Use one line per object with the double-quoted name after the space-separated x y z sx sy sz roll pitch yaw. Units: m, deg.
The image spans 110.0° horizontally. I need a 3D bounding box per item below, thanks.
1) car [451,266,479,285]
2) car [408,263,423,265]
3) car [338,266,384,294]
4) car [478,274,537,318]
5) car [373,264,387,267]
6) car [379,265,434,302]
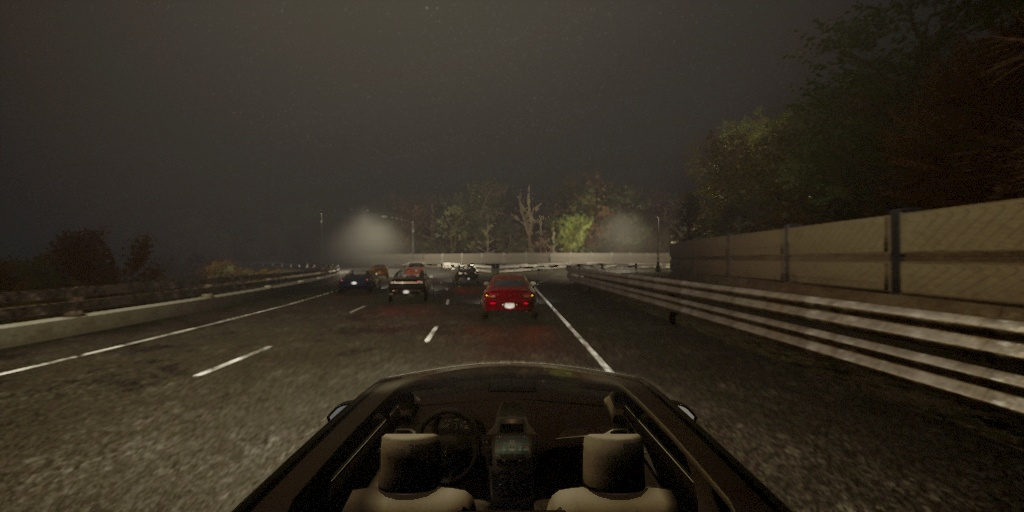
-3.851 1.513 29.081 2.128 1.511 4.902 0 -1 -15 "car"
-10.204 1.473 37.727 2.097 1.767 4.553 0 -1 -20 "car"
-9.484 1.538 22.580 1.994 1.385 4.181 0 -1 -12 "car"
-0.087 1.388 13.414 1.812 1.442 4.674 0 0 0 "car"
-15.046 1.638 40.594 1.882 1.535 5.008 0 -1 -22 "car"
-5.126 1.416 18.437 2.128 1.511 4.902 0 0 -9 "car"
